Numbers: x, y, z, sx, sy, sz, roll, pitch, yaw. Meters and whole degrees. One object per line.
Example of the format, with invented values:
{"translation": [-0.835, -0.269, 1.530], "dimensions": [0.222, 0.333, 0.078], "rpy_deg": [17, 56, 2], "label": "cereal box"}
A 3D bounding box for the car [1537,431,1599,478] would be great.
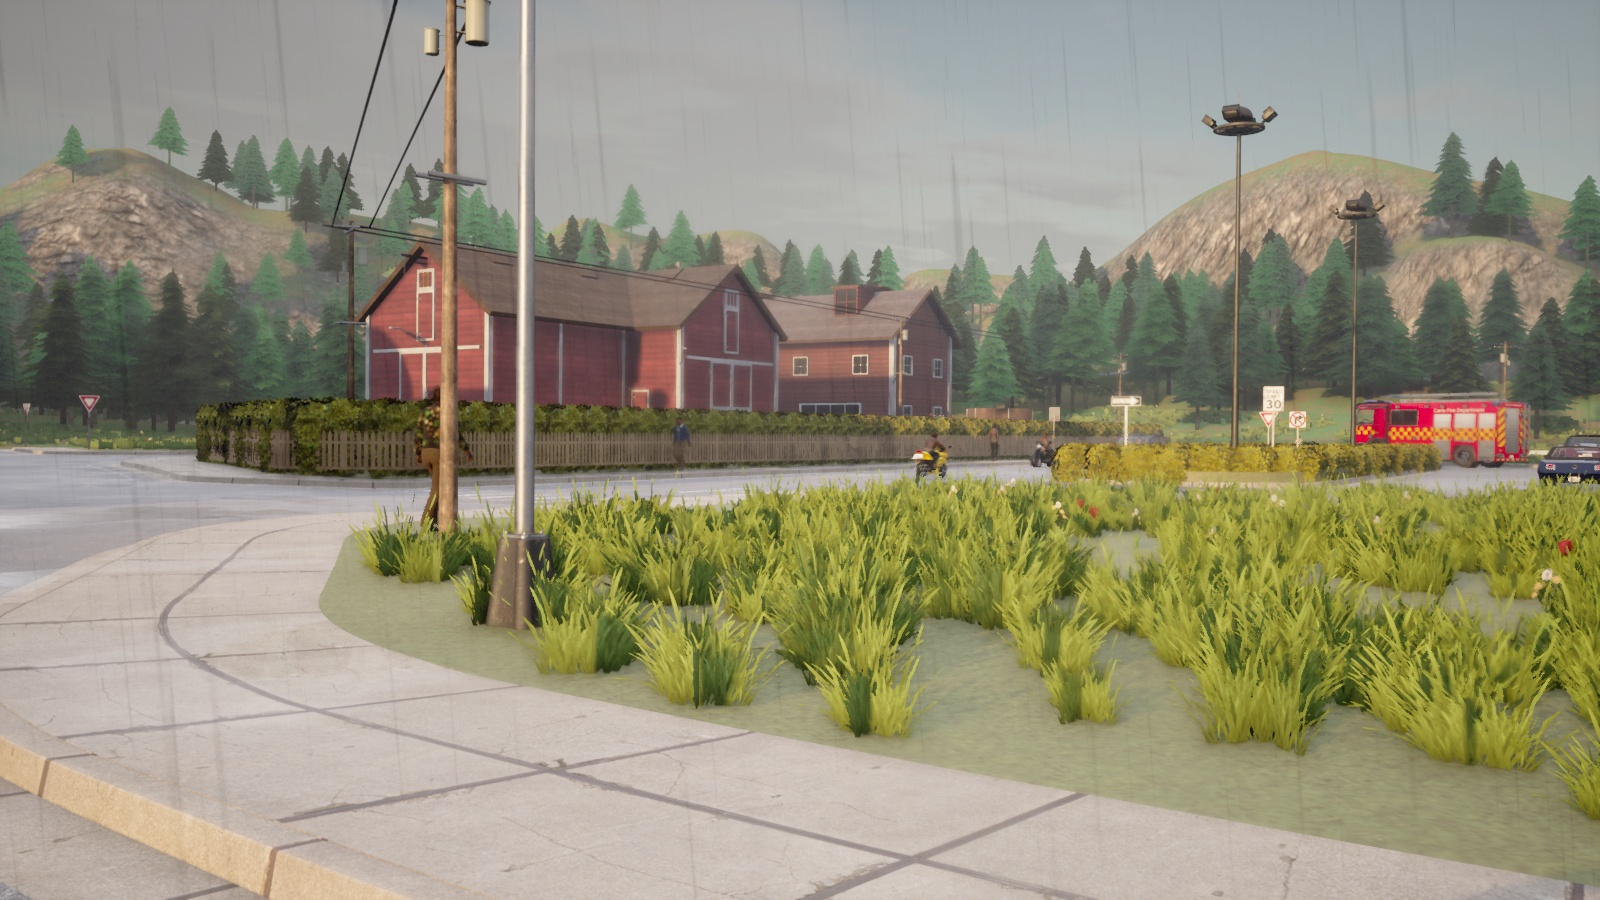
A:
{"translation": [23.483, 0.102, 37.854], "dimensions": [1.895, 1.301, 4.718], "rpy_deg": [0, 1, 34], "label": "car"}

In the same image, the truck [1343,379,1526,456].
{"translation": [33.447, -1.646, 66.629], "dimensions": [2.891, 3.827, 8.468], "rpy_deg": [-1, 1, -31], "label": "truck"}

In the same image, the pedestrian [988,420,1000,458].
{"translation": [9.501, -0.540, 61.450], "dimensions": [0.328, 1.805, 0.869], "rpy_deg": [0, 1, 24], "label": "pedestrian"}

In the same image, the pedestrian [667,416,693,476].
{"translation": [-3.941, -0.143, 41.309], "dimensions": [0.423, 1.949, 0.788], "rpy_deg": [0, 1, 37], "label": "pedestrian"}

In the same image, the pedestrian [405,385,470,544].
{"translation": [-4.492, 0.173, 15.589], "dimensions": [0.395, 1.930, 0.692], "rpy_deg": [0, 1, 24], "label": "pedestrian"}

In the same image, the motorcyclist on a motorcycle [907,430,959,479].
{"translation": [4.286, 0.122, 40.391], "dimensions": [0.797, 1.523, 2.044], "rpy_deg": [0, 1, 34], "label": "motorcyclist on a motorcycle"}

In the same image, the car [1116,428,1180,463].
{"translation": [16.163, -0.232, 58.169], "dimensions": [1.789, 1.549, 3.705], "rpy_deg": [0, 1, 34], "label": "car"}

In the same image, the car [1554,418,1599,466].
{"translation": [30.131, -0.338, 47.966], "dimensions": [2.097, 1.767, 4.553], "rpy_deg": [0, 1, 33], "label": "car"}

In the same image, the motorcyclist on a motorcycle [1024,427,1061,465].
{"translation": [10.976, -0.193, 56.706], "dimensions": [0.766, 1.649, 2.350], "rpy_deg": [0, 1, 34], "label": "motorcyclist on a motorcycle"}
